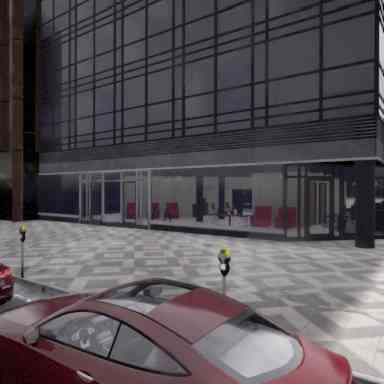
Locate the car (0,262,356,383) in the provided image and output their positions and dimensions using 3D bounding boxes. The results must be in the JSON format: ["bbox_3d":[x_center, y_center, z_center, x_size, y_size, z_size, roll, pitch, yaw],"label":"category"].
[{"bbox_3d":[-0.581,1.582,3.370,4.206,1.307,1.802,0,0,35],"label":"car"}]
